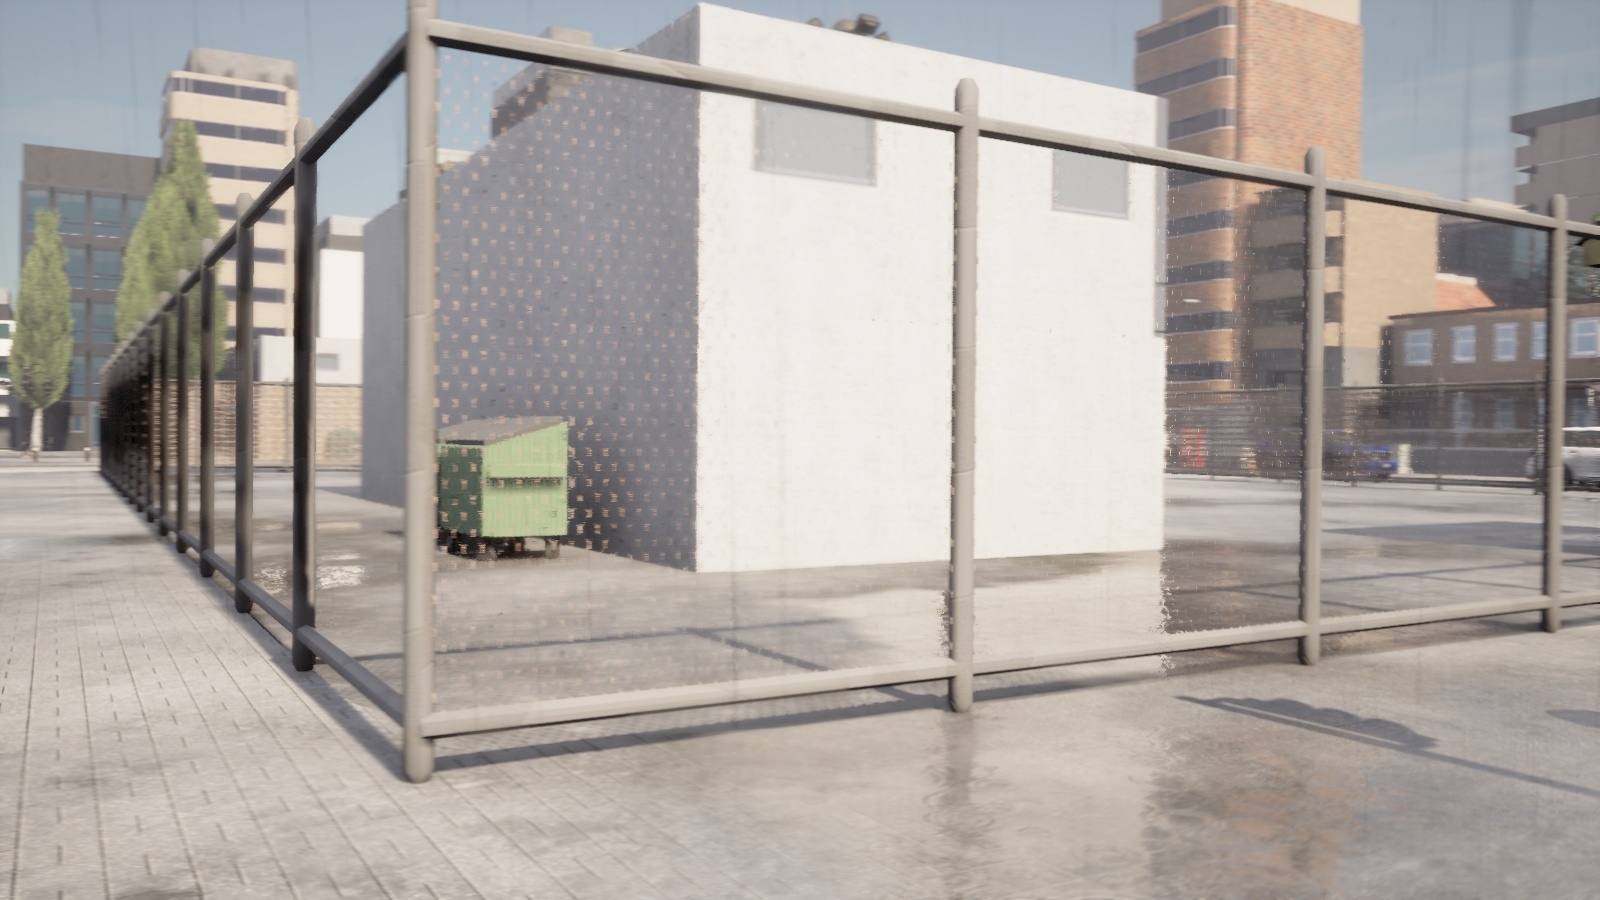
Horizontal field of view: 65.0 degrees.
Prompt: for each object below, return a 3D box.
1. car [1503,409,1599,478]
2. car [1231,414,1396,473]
[{"bbox_3d":[24.622,-0.217,37.957,2.150,2.045,5.566,-1,1,-29],"label":"car"},{"bbox_3d":[19.100,-0.251,47.039,2.150,2.045,5.566,-1,1,-29],"label":"car"}]
